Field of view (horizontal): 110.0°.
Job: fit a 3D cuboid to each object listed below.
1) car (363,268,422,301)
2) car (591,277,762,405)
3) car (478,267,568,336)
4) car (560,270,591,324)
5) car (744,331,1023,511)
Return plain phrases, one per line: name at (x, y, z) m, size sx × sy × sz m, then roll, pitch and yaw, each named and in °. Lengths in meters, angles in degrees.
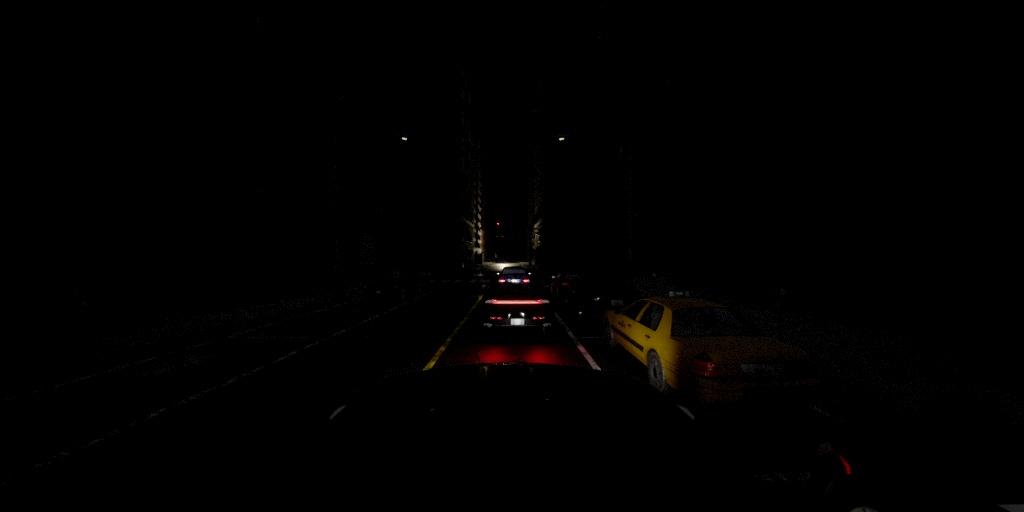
car at (-5.662, 1.296, 17.423) m, size 1.888 × 1.381 × 4.507 m, roll 0°, pitch 0°, yaw 0°
car at (2.876, 1.276, 6.418) m, size 1.751 × 1.417 × 4.829 m, roll 0°, pitch 0°, yaw 0°
car at (0.107, 1.242, 10.360) m, size 2.128 × 1.511 × 4.902 m, roll 0°, pitch 0°, yaw 0°
car at (2.880, 1.316, 11.835) m, size 1.948 × 1.339 × 4.313 m, roll 0°, pitch 0°, yaw 0°
car at (2.873, 1.300, 0.663) m, size 2.007 × 1.370 × 4.403 m, roll 0°, pitch 0°, yaw 0°
